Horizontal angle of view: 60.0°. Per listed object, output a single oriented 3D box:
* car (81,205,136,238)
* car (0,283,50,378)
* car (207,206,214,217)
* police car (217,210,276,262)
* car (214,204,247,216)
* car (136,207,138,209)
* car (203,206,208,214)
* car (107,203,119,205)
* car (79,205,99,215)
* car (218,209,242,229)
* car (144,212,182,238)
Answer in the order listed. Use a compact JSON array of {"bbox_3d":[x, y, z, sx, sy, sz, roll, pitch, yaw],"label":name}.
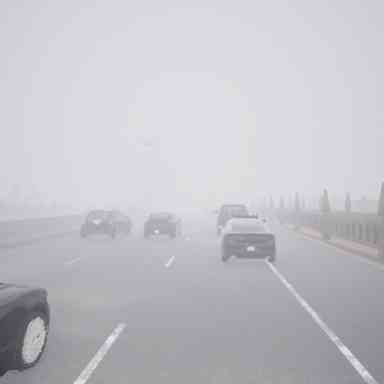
[{"bbox_3d":[-5.310,1.889,21.211,2.097,1.767,4.553,0,-2,4],"label":"car"},{"bbox_3d":[-3.082,1.495,2.796,1.882,1.535,5.008,0,-1,4],"label":"car"},{"bbox_3d":[3.535,2.941,49.106,1.812,1.442,4.674,0,-2,2],"label":"car"},{"bbox_3d":[2.127,1.744,13.554,1.930,1.638,5.238,0,-2,4],"label":"police car"},{"bbox_3d":[2.816,1.848,23.452,2.150,2.045,5.566,0,-2,4],"label":"car"},{"bbox_3d":[-10.587,2.998,57.649,2.097,1.767,4.553,0,-2,-2],"label":"car"},{"bbox_3d":[3.355,3.427,63.710,1.994,1.385,4.181,0,-2,-6],"label":"car"},{"bbox_3d":[-14.070,2.893,58.667,2.150,2.045,5.566,0,-2,-2],"label":"car"},{"bbox_3d":[-17.537,3.086,56.939,1.882,1.535,5.008,0,-2,-1],"label":"car"},{"bbox_3d":[3.229,2.287,29.397,1.882,1.535,5.008,0,-2,4],"label":"car"},{"bbox_3d":[-1.801,2.051,21.231,1.837,1.490,4.892,0,-2,4],"label":"car"}]
